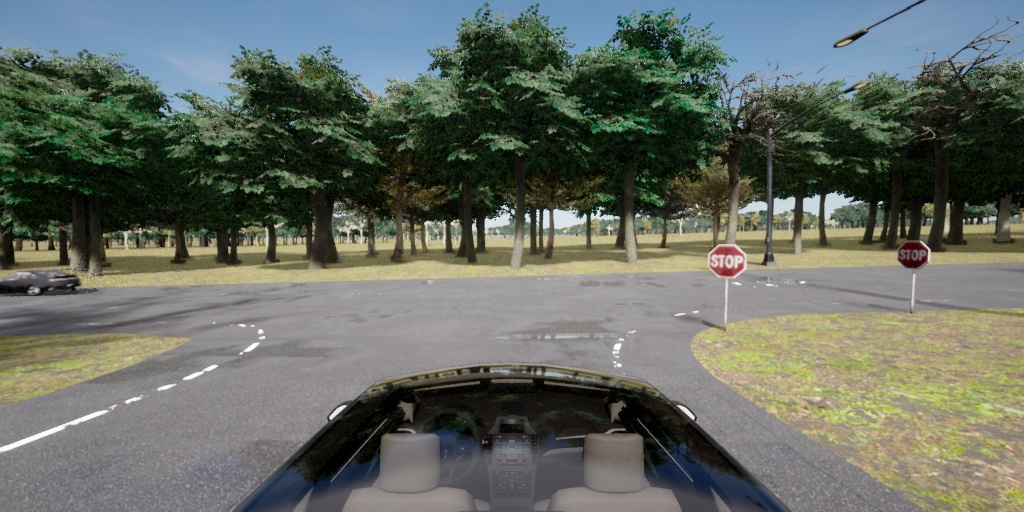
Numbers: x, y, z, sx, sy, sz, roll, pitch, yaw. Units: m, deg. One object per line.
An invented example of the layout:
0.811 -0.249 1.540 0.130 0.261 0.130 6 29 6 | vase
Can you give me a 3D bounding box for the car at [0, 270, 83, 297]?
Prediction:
-29.691 1.670 22.105 4.902 1.511 2.128 -1 3 0 | car
